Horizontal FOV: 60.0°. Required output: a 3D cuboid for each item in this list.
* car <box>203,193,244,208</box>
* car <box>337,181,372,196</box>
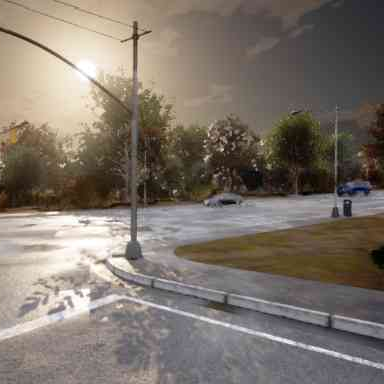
[{"bbox_3d":[3.435,0.889,36.075,4.902,1.511,2.128,-3,2,-36],"label":"car"},{"bbox_3d":[23.264,-0.543,47.834,5.566,2.045,2.150,-3,2,-25],"label":"car"}]
